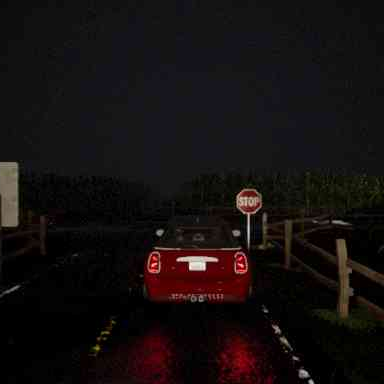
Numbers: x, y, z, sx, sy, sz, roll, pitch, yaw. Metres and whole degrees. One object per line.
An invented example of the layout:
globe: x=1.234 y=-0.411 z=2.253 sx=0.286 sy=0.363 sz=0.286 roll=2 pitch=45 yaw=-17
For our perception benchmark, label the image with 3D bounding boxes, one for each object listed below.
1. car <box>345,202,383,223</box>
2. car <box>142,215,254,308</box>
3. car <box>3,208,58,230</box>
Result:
car: x=13.242 y=1.447 z=23.741 sx=4.181 sy=1.385 sz=1.994 roll=0 pitch=0 yaw=0
car: x=0.150 y=1.350 z=8.096 sx=2.097 sy=1.767 sz=4.553 roll=0 pitch=0 yaw=1
car: x=-11.011 y=1.678 z=20.815 sx=4.718 sy=1.301 sz=1.895 roll=0 pitch=0 yaw=0
